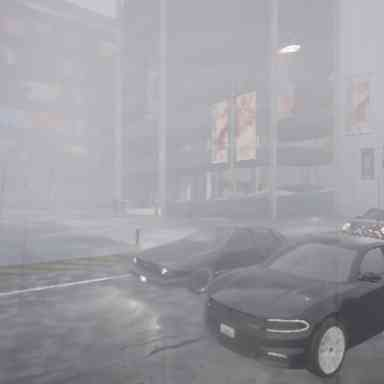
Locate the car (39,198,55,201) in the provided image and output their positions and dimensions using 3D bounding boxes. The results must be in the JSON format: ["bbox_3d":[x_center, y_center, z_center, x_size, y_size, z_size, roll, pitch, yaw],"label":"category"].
[{"bbox_3d":[-23.385,1.561,53.965,1.895,1.301,4.718,0,0,-36],"label":"car"}]

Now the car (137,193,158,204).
[{"bbox_3d":[-8.879,1.252,65.478,2.435,2.045,5.566,0,0,-36],"label":"car"}]

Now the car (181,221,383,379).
[{"bbox_3d":[2.447,1.514,5.760,5.008,1.535,1.882,0,0,-37],"label":"car"}]

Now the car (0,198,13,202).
[{"bbox_3d":[-22.546,1.365,40.034,2.002,1.452,4.674,0,0,-36],"label":"car"}]

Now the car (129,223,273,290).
[{"bbox_3d":[1.065,1.590,9.070,5.357,1.411,2.033,0,0,-36],"label":"car"}]

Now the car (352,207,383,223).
[{"bbox_3d":[8.487,1.457,14.533,4.553,1.767,2.097,0,0,-37],"label":"car"}]
